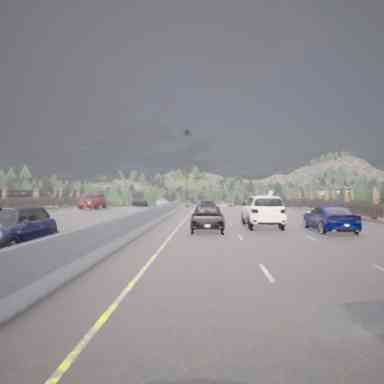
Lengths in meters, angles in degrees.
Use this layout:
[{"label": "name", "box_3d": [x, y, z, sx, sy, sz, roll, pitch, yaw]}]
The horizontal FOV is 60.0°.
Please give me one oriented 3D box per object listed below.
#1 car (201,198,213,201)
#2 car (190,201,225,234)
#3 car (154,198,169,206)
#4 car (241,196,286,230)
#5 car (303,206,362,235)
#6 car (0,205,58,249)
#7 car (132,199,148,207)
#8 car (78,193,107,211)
[{"label": "car", "box_3d": [1.907, 1.538, 42.055, 1.837, 1.490, 4.892, 0, 0, 3]}, {"label": "car", "box_3d": [0.893, 1.507, 19.335, 2.128, 1.511, 4.902, 0, 0, 3]}, {"label": "car", "box_3d": [-4.753, 1.721, 53.362, 1.812, 1.442, 4.674, 0, -2, 3]}, {"label": "car", "box_3d": [4.484, 1.254, 21.373, 2.150, 2.045, 5.566, 0, 0, 3]}, {"label": "car", "box_3d": [7.891, 1.523, 19.166, 1.882, 1.535, 5.008, 0, 0, 3]}, {"label": "car", "box_3d": [-6.650, 1.330, 11.938, 2.097, 1.767, 4.553, 0, 0, 3]}, {"label": "car", "box_3d": [-8.278, 1.760, 52.999, 1.895, 1.301, 4.718, 0, -2, 3]}, {"label": "car", "box_3d": [-12.314, 1.193, 41.584, 2.150, 2.045, 5.566, 0, 0, 3]}]
